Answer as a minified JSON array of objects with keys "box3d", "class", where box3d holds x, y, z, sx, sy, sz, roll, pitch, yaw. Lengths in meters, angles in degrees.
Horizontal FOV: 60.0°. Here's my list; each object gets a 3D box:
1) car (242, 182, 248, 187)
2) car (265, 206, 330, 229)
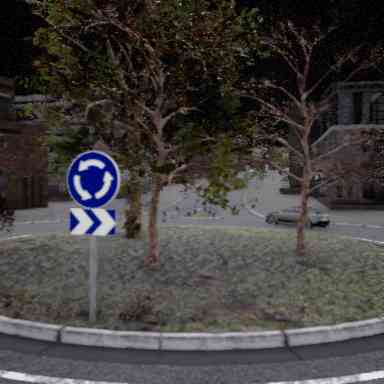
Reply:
[{"box3d":[9.878,-1.479,64.895,1.895,1.301,4.718,0,6,18],"class":"car"},{"box3d":[7.023,1.636,22.391,1.994,1.385,4.181,0,0,-39],"class":"car"}]
